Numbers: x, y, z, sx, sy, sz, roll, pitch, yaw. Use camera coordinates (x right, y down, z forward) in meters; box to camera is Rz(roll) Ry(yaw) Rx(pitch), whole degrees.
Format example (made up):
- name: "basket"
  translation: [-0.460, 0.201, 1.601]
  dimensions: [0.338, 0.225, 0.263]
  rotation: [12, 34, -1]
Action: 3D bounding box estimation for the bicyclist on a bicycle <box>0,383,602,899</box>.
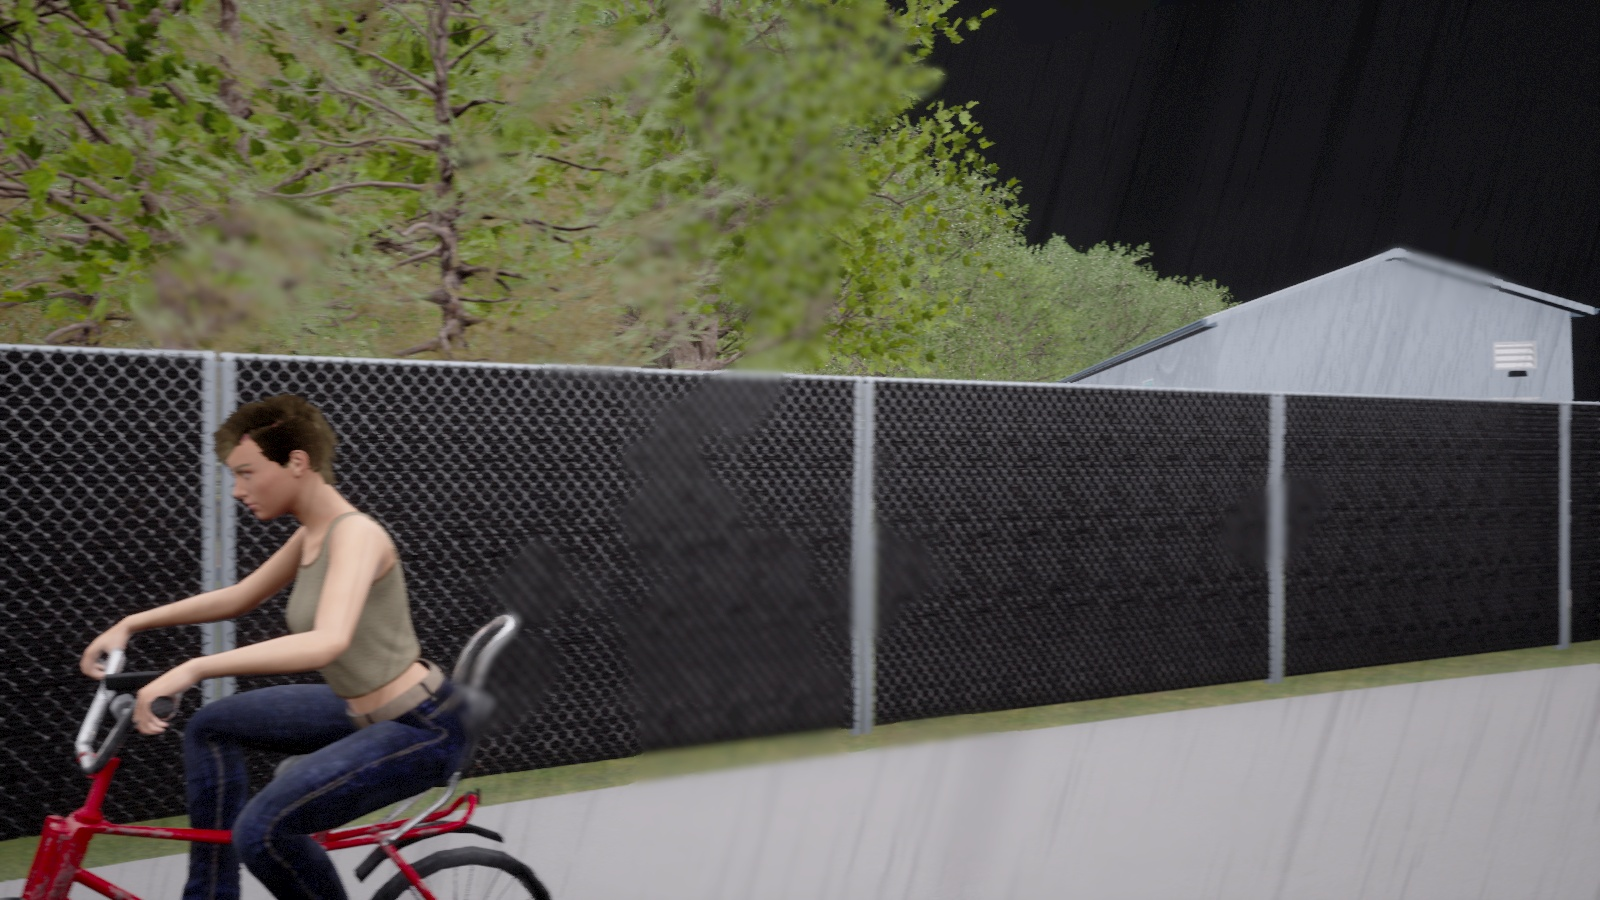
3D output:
- name: "bicyclist on a bicycle"
  translation: [-1.304, 0.688, 2.722]
  dimensions: [1.509, 1.612, 0.866]
  rotation: [0, 0, -33]
